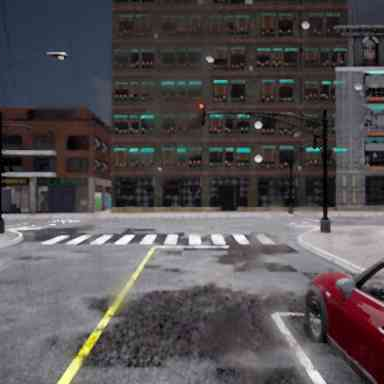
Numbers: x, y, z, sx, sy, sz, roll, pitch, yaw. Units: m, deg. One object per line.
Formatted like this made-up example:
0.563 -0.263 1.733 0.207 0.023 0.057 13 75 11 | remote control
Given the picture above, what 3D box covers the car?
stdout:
2.748 1.430 3.702 1.967 1.590 4.097 1 0 0 | car
